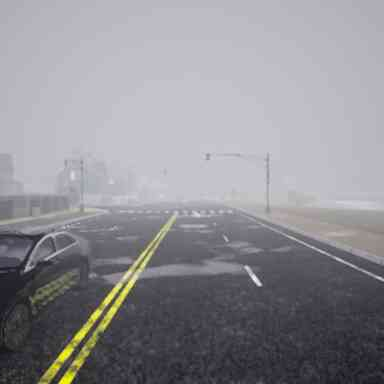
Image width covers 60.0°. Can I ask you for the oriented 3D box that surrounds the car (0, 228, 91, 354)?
[{"bbox_3d":[-3.348,1.490,6.166,2.128,1.511,4.902,0,0,0],"label":"car"}]

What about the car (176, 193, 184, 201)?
[{"bbox_3d":[-3.214,1.297,89.574,2.150,2.045,5.566,0,0,0],"label":"car"}]
